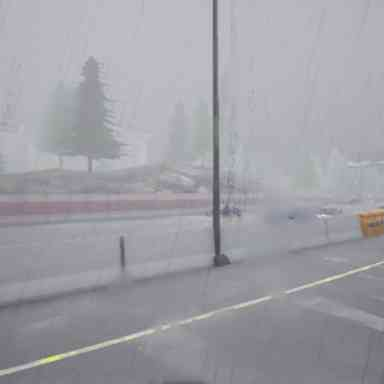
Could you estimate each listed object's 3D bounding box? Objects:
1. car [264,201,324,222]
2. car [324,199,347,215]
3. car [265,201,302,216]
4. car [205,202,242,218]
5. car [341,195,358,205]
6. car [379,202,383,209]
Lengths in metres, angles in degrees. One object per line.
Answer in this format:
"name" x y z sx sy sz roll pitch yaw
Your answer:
"car" 7.044 1.651 23.499 5.008 1.535 1.882 1 -1 -43
"car" 15.266 1.811 37.102 1.994 1.385 4.181 -1 -1 42
"car" 10.130 1.781 36.648 1.837 1.490 4.892 -1 -1 43
"car" 3.373 1.822 34.591 1.812 1.442 4.674 -1 -1 45
"car" 30.575 1.541 64.893 2.150 2.045 5.566 -1 -1 42
"car" 26.813 1.776 44.955 1.812 1.442 4.674 -1 0 42
